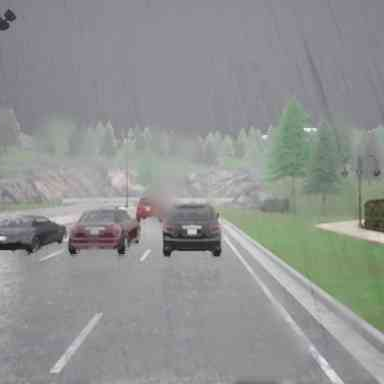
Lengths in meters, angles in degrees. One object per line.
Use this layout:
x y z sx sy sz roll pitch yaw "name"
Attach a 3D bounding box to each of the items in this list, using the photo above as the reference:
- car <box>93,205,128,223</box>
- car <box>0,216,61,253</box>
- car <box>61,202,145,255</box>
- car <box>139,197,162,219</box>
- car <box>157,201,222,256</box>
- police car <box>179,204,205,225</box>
-6.993 1.872 29.104 1.895 1.301 4.718 0 0 0 "car"
-6.993 1.698 14.284 1.994 1.385 4.181 0 0 0 "car"
-3.495 1.482 14.083 2.097 1.767 4.553 0 -1 0 "car"
-3.493 1.488 29.028 2.150 2.045 5.566 0 0 0 "car"
0.003 1.458 13.903 2.150 2.045 5.566 0 -1 0 "car"
0.005 1.833 28.875 2.038 1.542 4.974 0 -1 0 "police car"
